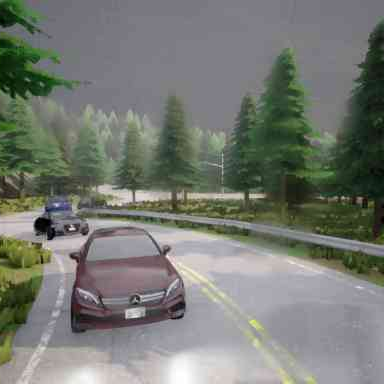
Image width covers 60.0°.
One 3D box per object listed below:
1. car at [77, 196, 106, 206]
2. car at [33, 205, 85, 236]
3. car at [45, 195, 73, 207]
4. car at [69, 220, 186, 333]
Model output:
[{"bbox_3d":[-12.751,1.289,42.829,2.097,1.767,4.553,2,2,13],"label":"car"},{"bbox_3d":[-7.104,1.663,17.886,1.994,1.385,4.181,-4,2,-38],"label":"car"},{"bbox_3d":[-12.887,1.326,32.237,2.150,2.045,5.566,-1,0,-18],"label":"car"},{"bbox_3d":[-1.527,1.523,7.103,1.812,1.442,4.674,-2,0,-17],"label":"car"}]
